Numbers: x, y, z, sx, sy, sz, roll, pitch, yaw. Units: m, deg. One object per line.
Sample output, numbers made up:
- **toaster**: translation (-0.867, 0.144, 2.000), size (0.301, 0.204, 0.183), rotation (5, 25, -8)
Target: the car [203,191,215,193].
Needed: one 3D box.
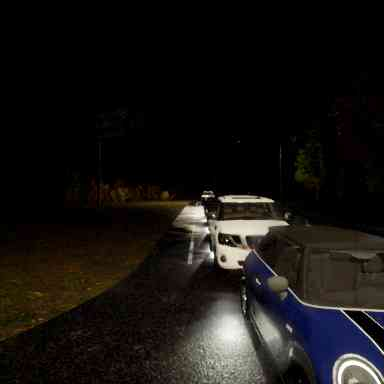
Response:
- **car**: translation (2.641, 0.937, 54.730), size (2.150, 2.045, 5.566), rotation (0, 0, 2)

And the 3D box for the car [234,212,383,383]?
- **car**: translation (1.937, 1.338, 4.168), size (2.097, 1.767, 4.553), rotation (0, 0, 0)

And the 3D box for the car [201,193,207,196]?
- **car**: translation (2.309, 1.275, 41.612), size (2.128, 1.511, 4.902), rotation (0, 0, 1)

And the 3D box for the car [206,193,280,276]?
- **car**: translation (1.699, 1.160, 10.514), size (2.150, 2.045, 5.566), rotation (0, 0, 1)

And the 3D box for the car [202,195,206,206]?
- **car**: translation (2.055, 1.322, 29.357), size (1.882, 1.535, 5.008), rotation (0, 0, 1)

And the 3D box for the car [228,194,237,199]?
- **car**: translation (10.106, 1.154, 83.175), size (1.895, 1.301, 4.718), rotation (0, 0, 1)

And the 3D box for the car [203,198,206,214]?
- **car**: translation (1.934, 1.380, 23.102), size (1.837, 1.490, 4.892), rotation (0, 0, 1)

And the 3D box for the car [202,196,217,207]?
- **car**: translation (2.469, 1.314, 48.022), size (1.994, 1.385, 4.181), rotation (0, 0, 2)
